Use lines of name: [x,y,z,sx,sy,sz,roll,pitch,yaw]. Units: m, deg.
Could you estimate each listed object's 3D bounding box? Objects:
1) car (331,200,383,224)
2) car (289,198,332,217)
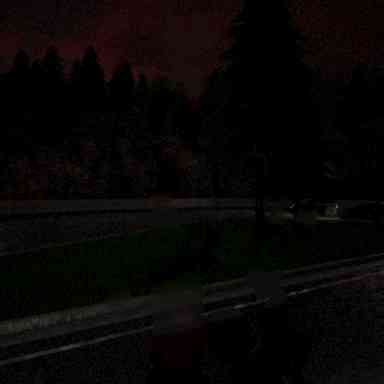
car: [13.824,1.570,25.908,1.837,1.490,4.892,3,-2,-37]
car: [11.606,1.392,31.533,4.553,1.767,2.097,1,0,28]
